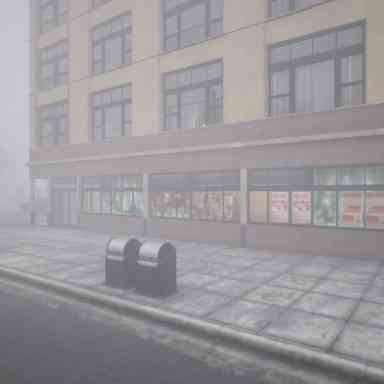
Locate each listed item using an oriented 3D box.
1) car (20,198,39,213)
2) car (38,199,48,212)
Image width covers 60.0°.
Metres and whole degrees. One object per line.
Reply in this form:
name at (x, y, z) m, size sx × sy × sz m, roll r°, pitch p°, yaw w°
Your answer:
car at (-16.846, 1.490, 37.936) m, size 1.882 × 1.535 × 5.008 m, roll 0°, pitch 0°, yaw 36°
car at (-13.515, 1.559, 36.563) m, size 2.033 × 1.411 × 5.357 m, roll 0°, pitch 0°, yaw 36°
